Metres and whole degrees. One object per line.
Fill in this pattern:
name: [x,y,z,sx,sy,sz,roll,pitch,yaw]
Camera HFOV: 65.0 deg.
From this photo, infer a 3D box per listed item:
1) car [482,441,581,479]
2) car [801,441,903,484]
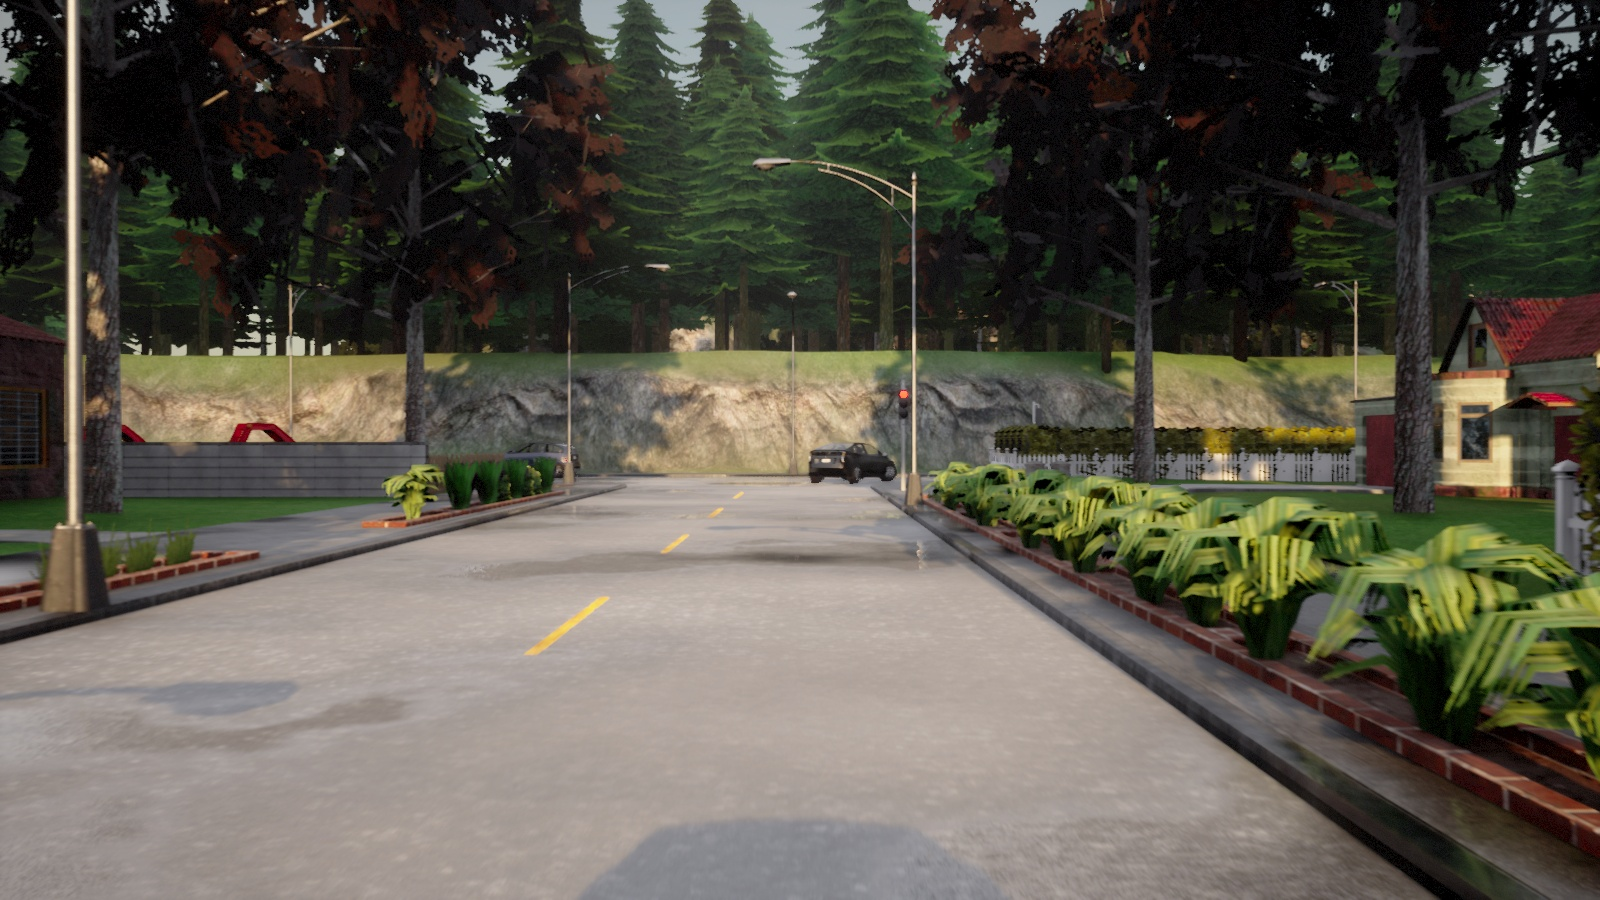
car: [-11.363,0.415,53.316,3.705,1.549,1.789,0,0,8]
car: [2.004,0.430,46.907,2.007,1.525,4.514,0,0,29]
